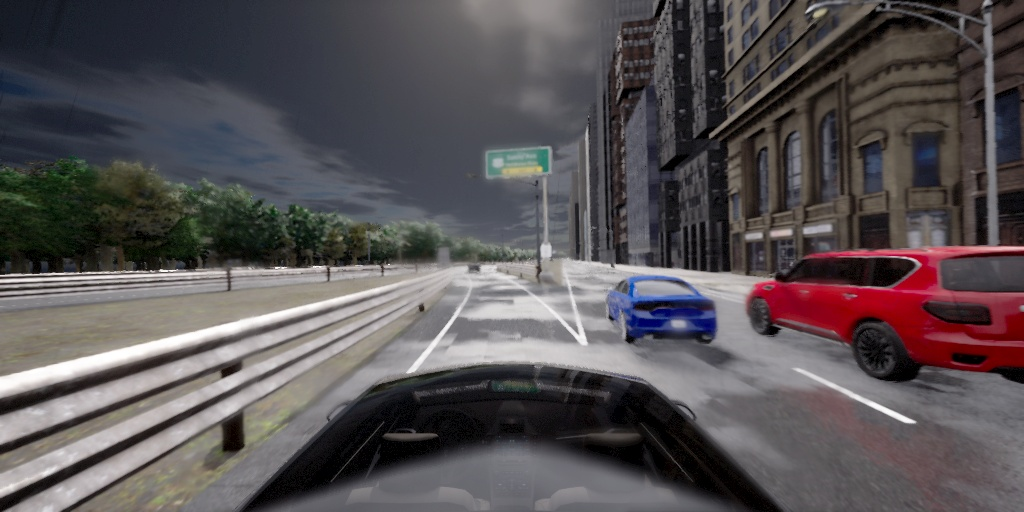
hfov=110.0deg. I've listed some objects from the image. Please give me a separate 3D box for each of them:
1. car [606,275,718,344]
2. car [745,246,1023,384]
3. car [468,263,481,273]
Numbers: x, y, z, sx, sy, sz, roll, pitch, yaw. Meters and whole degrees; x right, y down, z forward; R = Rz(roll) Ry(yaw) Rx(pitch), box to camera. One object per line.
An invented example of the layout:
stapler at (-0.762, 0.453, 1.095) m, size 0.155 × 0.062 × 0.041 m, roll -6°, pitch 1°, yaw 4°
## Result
car at (3.726, 1.253, 9.737) m, size 1.882 × 1.535 × 5.008 m, roll -1°, pitch -1°, yaw 8°
car at (6.864, 0.894, 6.941) m, size 2.150 × 2.045 × 5.566 m, roll -1°, pitch -1°, yaw 8°
car at (-6.022, 1.864, 57.722) m, size 1.837 × 1.490 × 4.892 m, roll -1°, pitch -1°, yaw -8°
